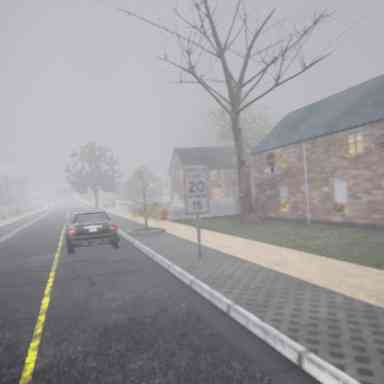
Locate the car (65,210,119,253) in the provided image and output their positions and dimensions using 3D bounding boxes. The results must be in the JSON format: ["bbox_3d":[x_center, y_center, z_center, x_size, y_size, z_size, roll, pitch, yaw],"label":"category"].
[{"bbox_3d":[-4.775,1.617,15.603,2.097,1.767,4.553,-3,0,-20],"label":"car"}]
